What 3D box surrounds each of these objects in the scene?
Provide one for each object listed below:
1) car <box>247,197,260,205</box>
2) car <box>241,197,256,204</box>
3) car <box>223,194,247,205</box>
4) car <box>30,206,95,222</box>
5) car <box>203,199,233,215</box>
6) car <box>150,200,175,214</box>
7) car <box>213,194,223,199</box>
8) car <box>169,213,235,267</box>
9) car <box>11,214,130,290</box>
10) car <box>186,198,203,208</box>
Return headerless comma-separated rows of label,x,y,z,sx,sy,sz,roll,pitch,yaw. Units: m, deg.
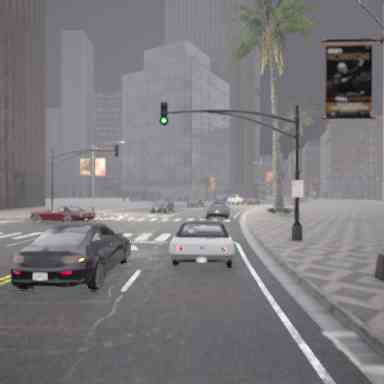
car,11.728,1.796,63.943,2.033,1.411,5.357,0,0,22
car,12.634,1.844,74.088,1.895,1.301,4.718,0,0,27
car,8.375,1.464,64.294,2.150,2.045,5.566,0,0,22
car,-9.608,1.663,24.565,4.718,1.301,1.895,0,0,23
car,2.448,1.656,30.242,1.994,1.385,4.181,0,0,9
car,-3.177,1.618,36.752,1.837,1.490,4.892,0,0,12
car,5.869,1.448,66.769,2.150,2.045,5.566,0,0,22
car,0.384,1.627,11.551,1.895,1.301,4.718,0,0,3
car,-2.981,1.544,9.000,1.812,1.442,4.674,0,0,2
car,0.508,1.683,51.509,1.837,1.490,4.892,0,-1,17
